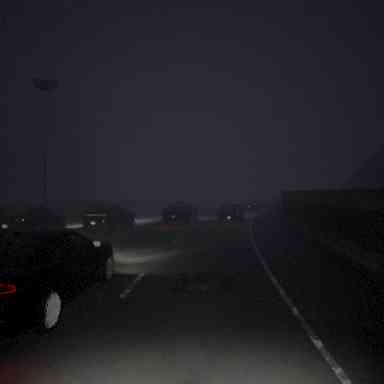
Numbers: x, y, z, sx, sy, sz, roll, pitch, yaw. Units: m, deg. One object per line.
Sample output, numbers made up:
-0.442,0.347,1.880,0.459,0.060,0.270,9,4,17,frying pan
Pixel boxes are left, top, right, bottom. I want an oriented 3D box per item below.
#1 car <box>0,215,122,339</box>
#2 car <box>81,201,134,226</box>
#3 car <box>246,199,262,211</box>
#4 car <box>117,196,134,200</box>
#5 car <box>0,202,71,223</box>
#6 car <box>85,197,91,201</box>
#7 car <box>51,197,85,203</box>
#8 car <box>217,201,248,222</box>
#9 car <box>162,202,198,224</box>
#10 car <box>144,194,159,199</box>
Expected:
-3.084,1.473,6.793,1.882,1.535,5.008,0,0,3,car
-5.065,1.488,20.684,2.128,1.511,4.902,0,0,9,car
7.654,1.562,42.420,1.812,1.442,4.674,0,0,19,car
-13.166,1.539,65.899,1.994,1.385,4.181,0,0,24,car
-8.898,1.513,18.711,1.812,1.442,4.674,0,0,8,car
-19.852,1.541,59.214,1.994,1.385,4.181,0,0,22,car
-15.418,1.472,39.601,2.128,1.511,4.902,0,0,16,car
3.208,1.620,26.880,1.895,1.301,4.718,0,0,12,car
-0.782,1.486,24.827,1.882,1.535,5.008,0,0,11,car
-8.063,1.189,68.483,1.812,1.442,4.674,0,0,26,car
